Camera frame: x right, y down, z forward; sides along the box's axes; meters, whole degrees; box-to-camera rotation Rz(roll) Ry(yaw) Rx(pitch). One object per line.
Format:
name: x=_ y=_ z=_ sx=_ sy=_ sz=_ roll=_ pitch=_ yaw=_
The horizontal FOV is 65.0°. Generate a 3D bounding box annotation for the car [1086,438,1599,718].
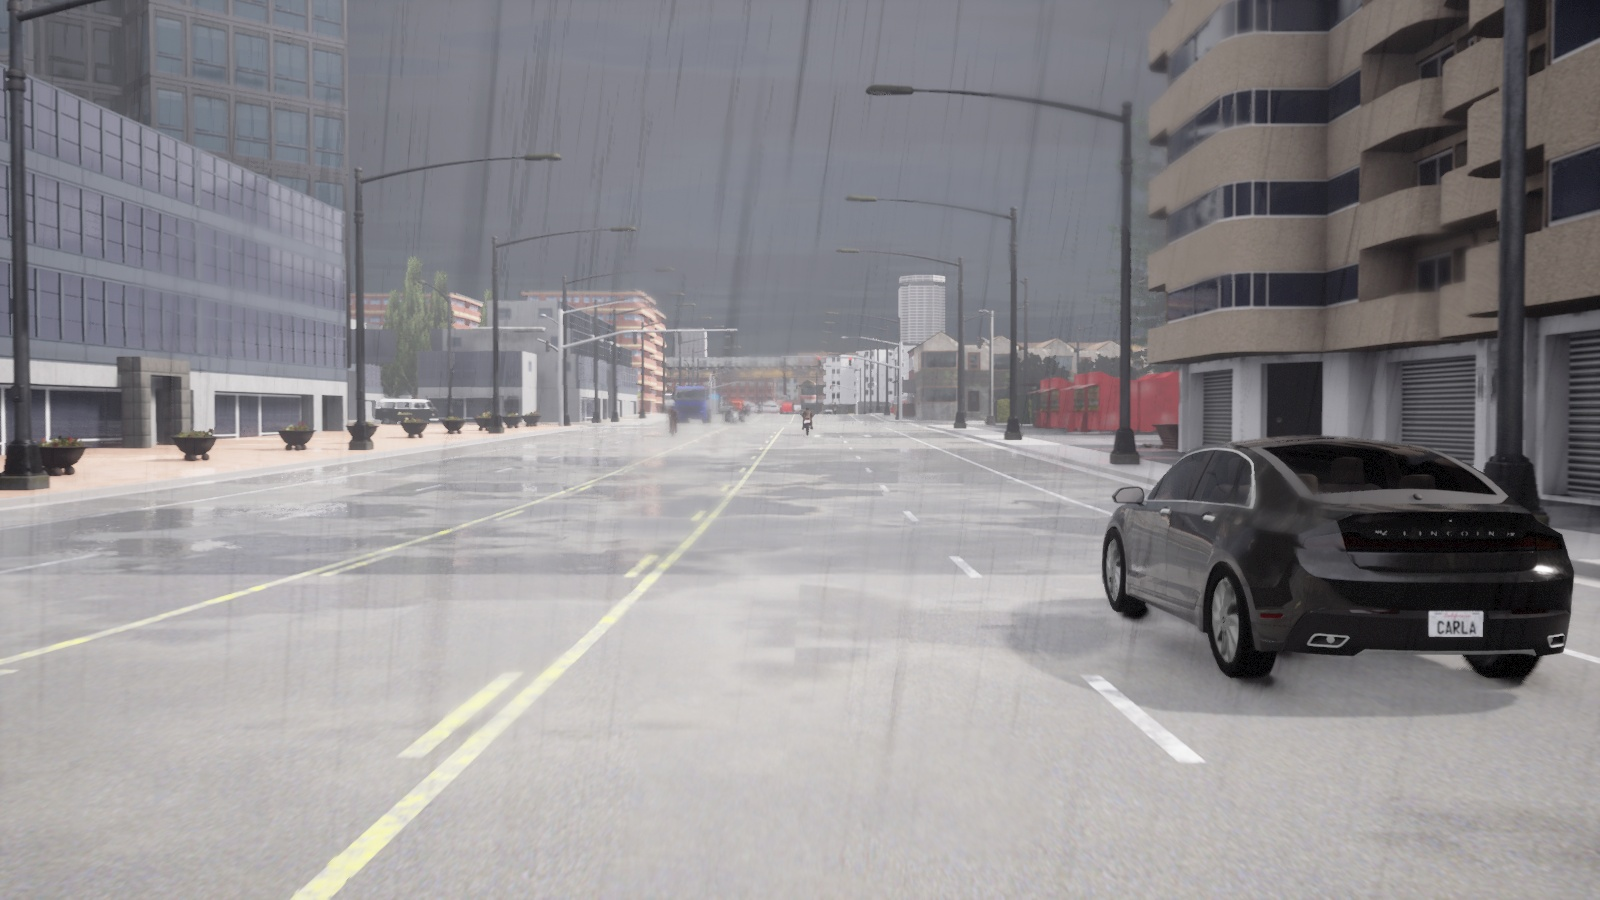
car: x=3.568 y=0.669 z=9.218 sx=1.837 sy=1.490 sz=4.892 roll=0 pitch=1 yaw=0

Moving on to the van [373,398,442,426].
van: x=-29.273 y=-2.840 z=93.658 sx=4.480 sy=2.038 sz=2.069 roll=0 pitch=2 yaw=1
